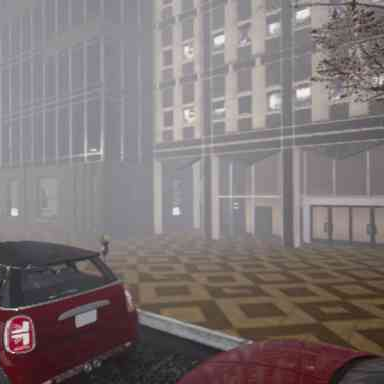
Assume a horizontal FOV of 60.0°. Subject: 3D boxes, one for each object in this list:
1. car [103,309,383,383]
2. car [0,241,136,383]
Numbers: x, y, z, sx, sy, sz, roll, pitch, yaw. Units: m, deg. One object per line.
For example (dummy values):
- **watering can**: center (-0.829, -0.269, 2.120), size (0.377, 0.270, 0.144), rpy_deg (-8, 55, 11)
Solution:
- **car**: center (1.829, 1.545, 1.579), size (4.507, 1.381, 1.887), rpy_deg (0, 0, 35)
- **car**: center (-2.764, 1.438, 4.856), size (4.097, 1.590, 1.967), rpy_deg (0, 0, 35)
